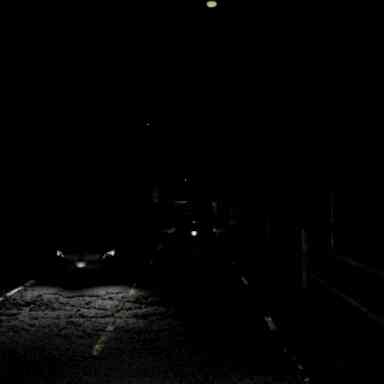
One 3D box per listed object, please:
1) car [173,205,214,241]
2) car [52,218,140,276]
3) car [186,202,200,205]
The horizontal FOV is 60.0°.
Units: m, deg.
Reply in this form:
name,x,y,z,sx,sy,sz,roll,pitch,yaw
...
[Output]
name,x,y,z,sx,sy,sz,roll,pitch,yaw
car,0.098,1.641,17.402,1.837,1.490,4.892,0,-1,0
car,-2.838,1.611,10.820,1.812,1.442,4.674,0,0,0
car,0.094,1.751,33.991,1.882,1.535,5.008,0,-1,0
